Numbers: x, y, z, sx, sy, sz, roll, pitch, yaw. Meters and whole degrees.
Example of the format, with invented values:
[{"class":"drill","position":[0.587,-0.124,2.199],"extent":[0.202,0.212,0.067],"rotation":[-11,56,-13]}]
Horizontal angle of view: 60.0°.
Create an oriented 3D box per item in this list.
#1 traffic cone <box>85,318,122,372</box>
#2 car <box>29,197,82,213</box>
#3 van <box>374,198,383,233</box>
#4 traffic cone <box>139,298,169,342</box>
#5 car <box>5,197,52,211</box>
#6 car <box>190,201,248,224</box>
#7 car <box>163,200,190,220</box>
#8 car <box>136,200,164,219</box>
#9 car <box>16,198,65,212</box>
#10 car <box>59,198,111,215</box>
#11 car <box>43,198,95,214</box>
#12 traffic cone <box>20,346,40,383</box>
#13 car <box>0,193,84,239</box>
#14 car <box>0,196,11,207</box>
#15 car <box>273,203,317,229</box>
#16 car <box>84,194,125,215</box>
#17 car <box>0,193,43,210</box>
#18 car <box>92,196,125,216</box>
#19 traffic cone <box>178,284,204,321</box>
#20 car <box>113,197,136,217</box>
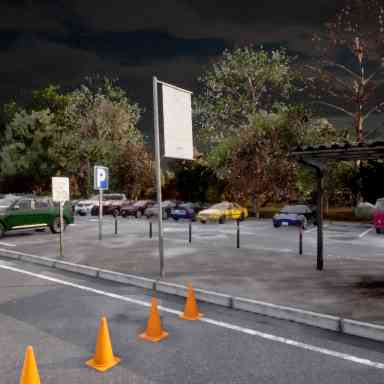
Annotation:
[{"class":"traffic cone","position":[-1.166,1.957,4.386],"extent":[0.340,0.580,0.340],"rotation":[0,0,35]},{"class":"car","position":[-15.569,1.444,38.226],"extent":[1.946,1.575,5.366],"rotation":[0,0,35]},{"class":"van","position":[11.641,1.263,19.013],"extent":[1.878,1.987,4.442],"rotation":[0,0,35]},{"class":"traffic cone","position":[-0.591,1.957,5.202],"extent":[0.340,0.580,0.340],"rotation":[0,0,35]},{"class":"car","position":[-20.203,1.452,41.294],"extent":[2.163,1.488,4.792],"rotation":[0,0,35]},{"class":"car","position":[2.385,1.474,25.151],"extent":[1.946,1.575,5.366],"rotation":[0,0,35]},{"class":"car","position":[0.238,1.504,26.923],"extent":[2.163,1.488,4.792],"rotation":[0,0,35]},{"class":"car","position":[-2.045,1.473,28.500],"extent":[2.231,1.521,4.892],"rotation":[0,0,35]},{"class":"car","position":[-17.960,1.468,39.646],"extent":[2.163,1.488,4.792],"rotation":[0,0,35]},{"class":"car","position":[-11.134,1.461,34.875],"extent":[2.231,1.521,4.892],"rotation":[0,0,35]},{"class":"car","position":[-13.406,1.454,36.474],"extent":[2.097,1.535,5.008],"rotation":[0,0,35]},{"class":"traffic cone","position":[-1.742,1.957,3.570],"extent":[0.340,0.580,0.340],"rotation":[0,0,35]},{"class":"car","position":[-8.876,1.221,17.272],"extent":[2.435,2.045,5.566],"rotation":[0,0,35]},{"class":"car","position":[-29.195,1.332,47.808],"extent":[1.946,1.575,5.366],"rotation":[1,0,35]},{"class":"car","position":[7.017,1.513,22.086],"extent":[2.163,1.488,4.792],"rotation":[0,0,35]},{"class":"car","position":[-8.878,1.212,33.261],"extent":[2.435,2.045,5.566],"rotation":[0,0,35]},{"class":"car","position":[-22.504,1.153,42.842],"extent":[2.435,2.045,5.566],"rotation":[0,0,35]},{"class":"car","position":[-6.588,1.466,31.692],"extent":[2.097,1.535,5.008],"rotation":[0,0,35]},{"class":"traffic cone","position":[-0.016,1.957,6.018],"extent":[0.340,0.580,0.340],"rotation":[0,0,36]},{"class":"car","position":[-4.317,1.469,30.096],"extent":[2.097,1.535,5.008],"rotation":[0,0,35]}]
